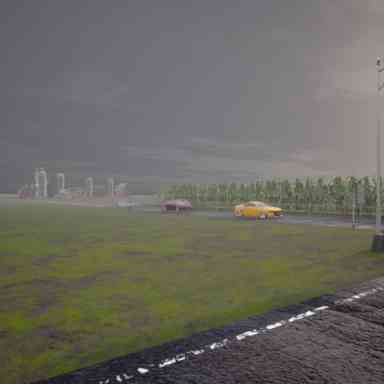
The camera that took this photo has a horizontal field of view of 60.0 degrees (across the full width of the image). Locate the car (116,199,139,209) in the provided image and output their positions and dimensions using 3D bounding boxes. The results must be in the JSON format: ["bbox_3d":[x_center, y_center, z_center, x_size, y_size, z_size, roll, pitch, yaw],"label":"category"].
[{"bbox_3d":[-10.530,2.132,55.810,1.895,1.301,4.718,0,-1,-34],"label":"car"}]

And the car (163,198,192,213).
[{"bbox_3d":[-1.944,1.800,43.041,1.882,1.535,5.008,0,-1,-34],"label":"car"}]

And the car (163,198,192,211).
[{"bbox_3d":[-2.214,1.728,48.669,2.097,1.767,4.553,0,-1,-34],"label":"car"}]

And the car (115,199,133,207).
[{"bbox_3d":[-13.329,2.123,64.969,1.994,1.385,4.181,0,-1,-34],"label":"car"}]

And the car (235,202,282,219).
[{"bbox_3d":[6.145,1.668,31.170,1.882,1.535,5.008,0,-1,-34],"label":"car"}]
